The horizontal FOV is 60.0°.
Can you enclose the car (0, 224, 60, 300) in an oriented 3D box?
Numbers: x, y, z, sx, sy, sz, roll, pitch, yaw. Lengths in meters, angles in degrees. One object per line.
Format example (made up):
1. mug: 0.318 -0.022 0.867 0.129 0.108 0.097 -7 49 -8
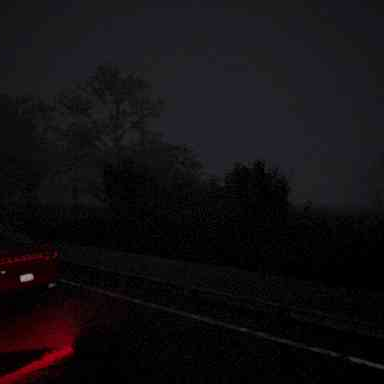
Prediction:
1. car: -5.144 1.487 7.812 5.008 1.535 1.882 0 0 36
